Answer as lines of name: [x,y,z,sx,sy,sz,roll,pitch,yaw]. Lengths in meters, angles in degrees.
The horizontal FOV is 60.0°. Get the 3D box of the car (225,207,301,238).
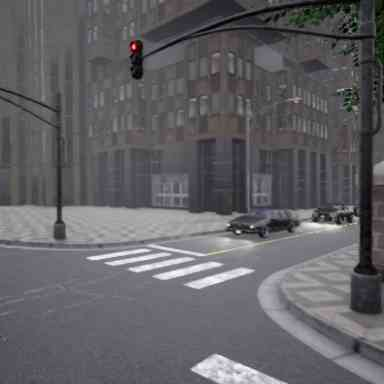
car: [4.028,1.543,18.021,2.033,1.411,5.357,1,0,42]

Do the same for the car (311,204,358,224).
car: [10.747,1.599,25.373,1.994,1.385,4.181,1,0,42]
